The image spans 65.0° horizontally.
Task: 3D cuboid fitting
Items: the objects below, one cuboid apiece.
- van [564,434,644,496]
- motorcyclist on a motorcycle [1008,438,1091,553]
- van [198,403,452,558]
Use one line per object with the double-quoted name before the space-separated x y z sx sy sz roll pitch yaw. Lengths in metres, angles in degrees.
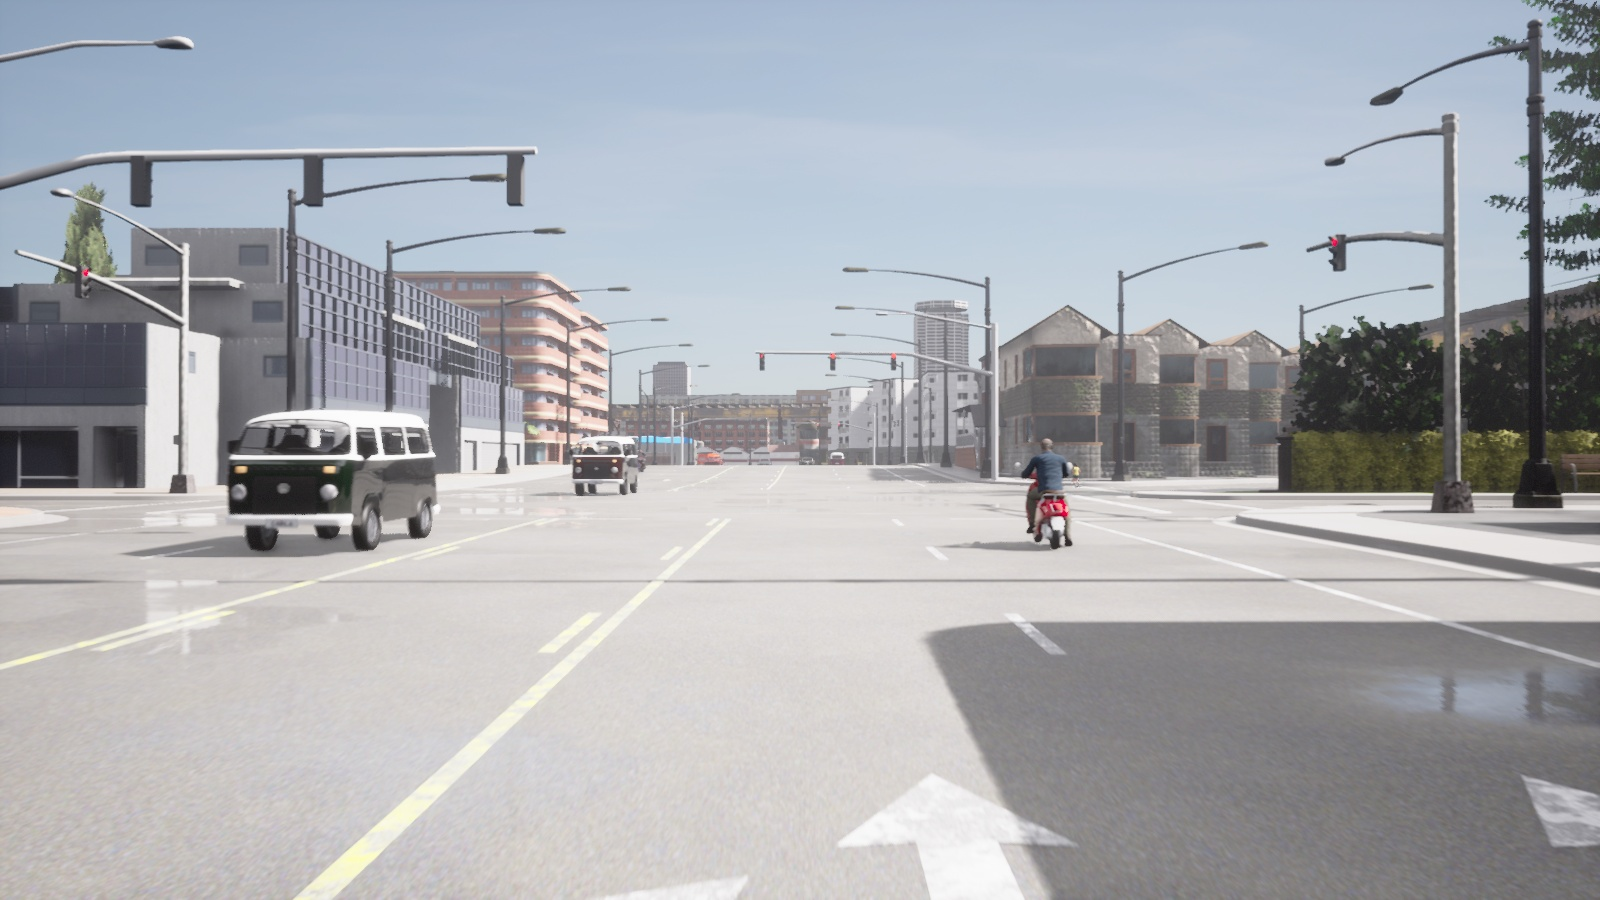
"van" -6.733 0.524 43.590 2.069 2.038 4.480 0 0 0
"motorcyclist on a motorcycle" 3.621 0.632 18.372 0.866 1.590 1.817 0 0 0
"van" -6.876 0.401 18.773 2.069 2.038 4.480 0 0 0
